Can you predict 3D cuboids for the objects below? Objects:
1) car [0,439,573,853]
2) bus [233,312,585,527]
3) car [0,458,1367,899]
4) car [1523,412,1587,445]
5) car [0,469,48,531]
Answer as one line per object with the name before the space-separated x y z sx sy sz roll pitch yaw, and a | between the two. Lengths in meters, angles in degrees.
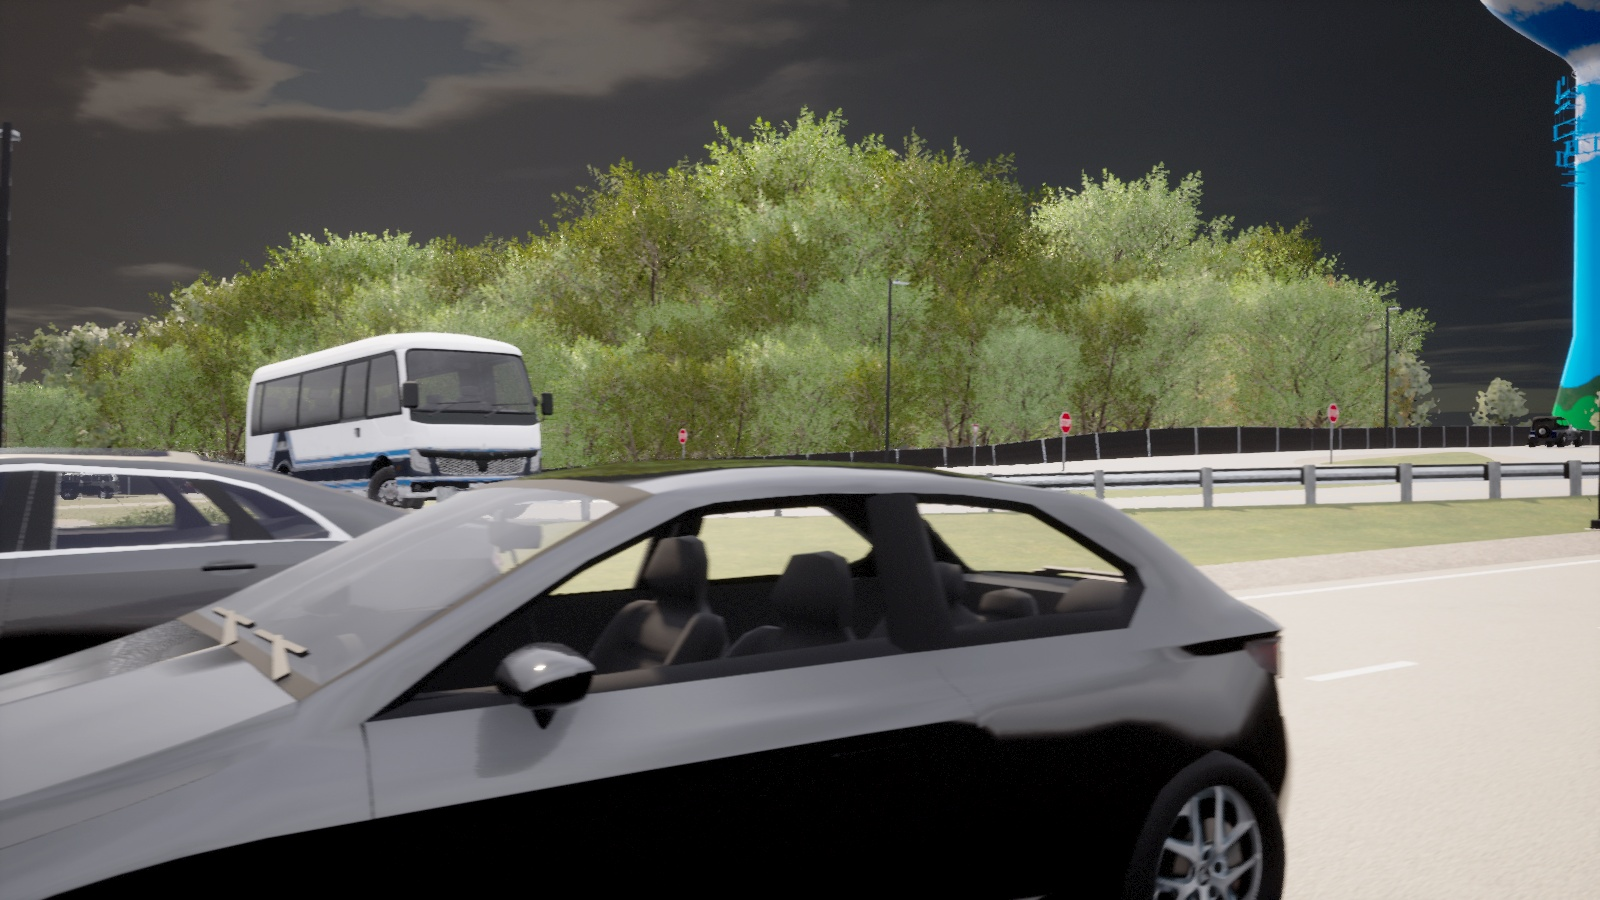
car | -3.686 0.720 5.358 4.902 1.511 2.128 0 0 -35
bus | -9.718 -0.376 30.072 3.944 4.253 10.273 0 -3 -43
car | -0.563 0.767 3.266 4.193 1.474 1.816 0 0 -35
car | 45.233 -1.283 75.222 3.866 1.878 1.905 -1 1 -36
car | -25.676 1.561 38.529 4.605 1.855 1.932 -2 -2 18
